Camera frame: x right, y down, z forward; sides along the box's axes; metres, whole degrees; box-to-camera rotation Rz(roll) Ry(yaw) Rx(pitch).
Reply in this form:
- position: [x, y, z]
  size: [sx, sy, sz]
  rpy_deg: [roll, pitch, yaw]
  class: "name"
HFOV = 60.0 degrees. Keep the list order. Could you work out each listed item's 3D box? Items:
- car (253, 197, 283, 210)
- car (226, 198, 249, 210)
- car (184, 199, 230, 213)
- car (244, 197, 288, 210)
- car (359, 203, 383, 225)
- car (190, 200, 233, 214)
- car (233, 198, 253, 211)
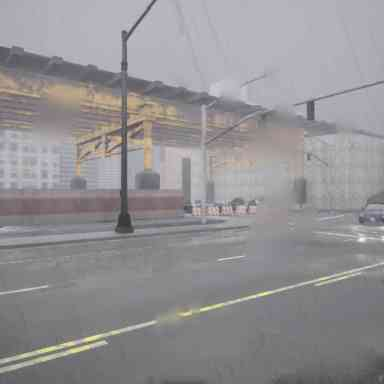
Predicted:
- position: [9.131, 1.295, 41.670]
  size: [4.536, 1.218, 1.853]
  rpy_deg: [0, 0, -7]
  class: "car"
- position: [5.285, 1.295, 37.970]
  size: [1.853, 1.218, 4.536]
  rpy_deg: [0, 0, 18]
  class: "car"
- position: [1.471, 1.295, 35.245]
  size: [4.536, 1.218, 1.853]
  rpy_deg: [0, 0, 8]
  class: "car"
- position: [9.183, 1.453, 41.677]
  size: [4.974, 1.542, 2.038]
  rpy_deg: [0, 0, -7]
  class: "car"
- position: [13.277, 1.526, 23.731]
  size: [1.812, 1.442, 4.674]
  rpy_deg: [0, 0, 38]
  class: "car"
- position: [1.522, 1.453, 35.238]
  size: [4.974, 1.542, 2.038]
  rpy_deg: [0, 0, 8]
  class: "car"
- position: [5.269, 1.453, 37.920]
  size: [2.038, 1.542, 4.974]
  rpy_deg: [0, 0, 18]
  class: "car"
